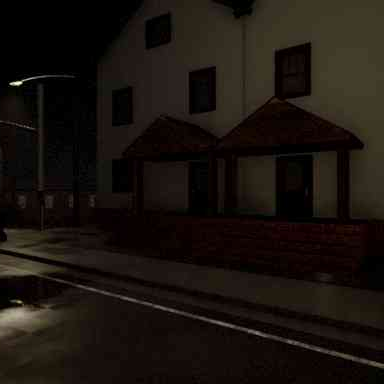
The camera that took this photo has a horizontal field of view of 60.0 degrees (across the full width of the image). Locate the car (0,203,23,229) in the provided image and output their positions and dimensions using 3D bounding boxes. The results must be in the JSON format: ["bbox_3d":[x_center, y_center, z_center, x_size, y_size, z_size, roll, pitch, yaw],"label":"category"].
[{"bbox_3d":[-16.630,1.794,26.815,2.150,2.045,5.566,0,-9,36],"label":"car"}]
